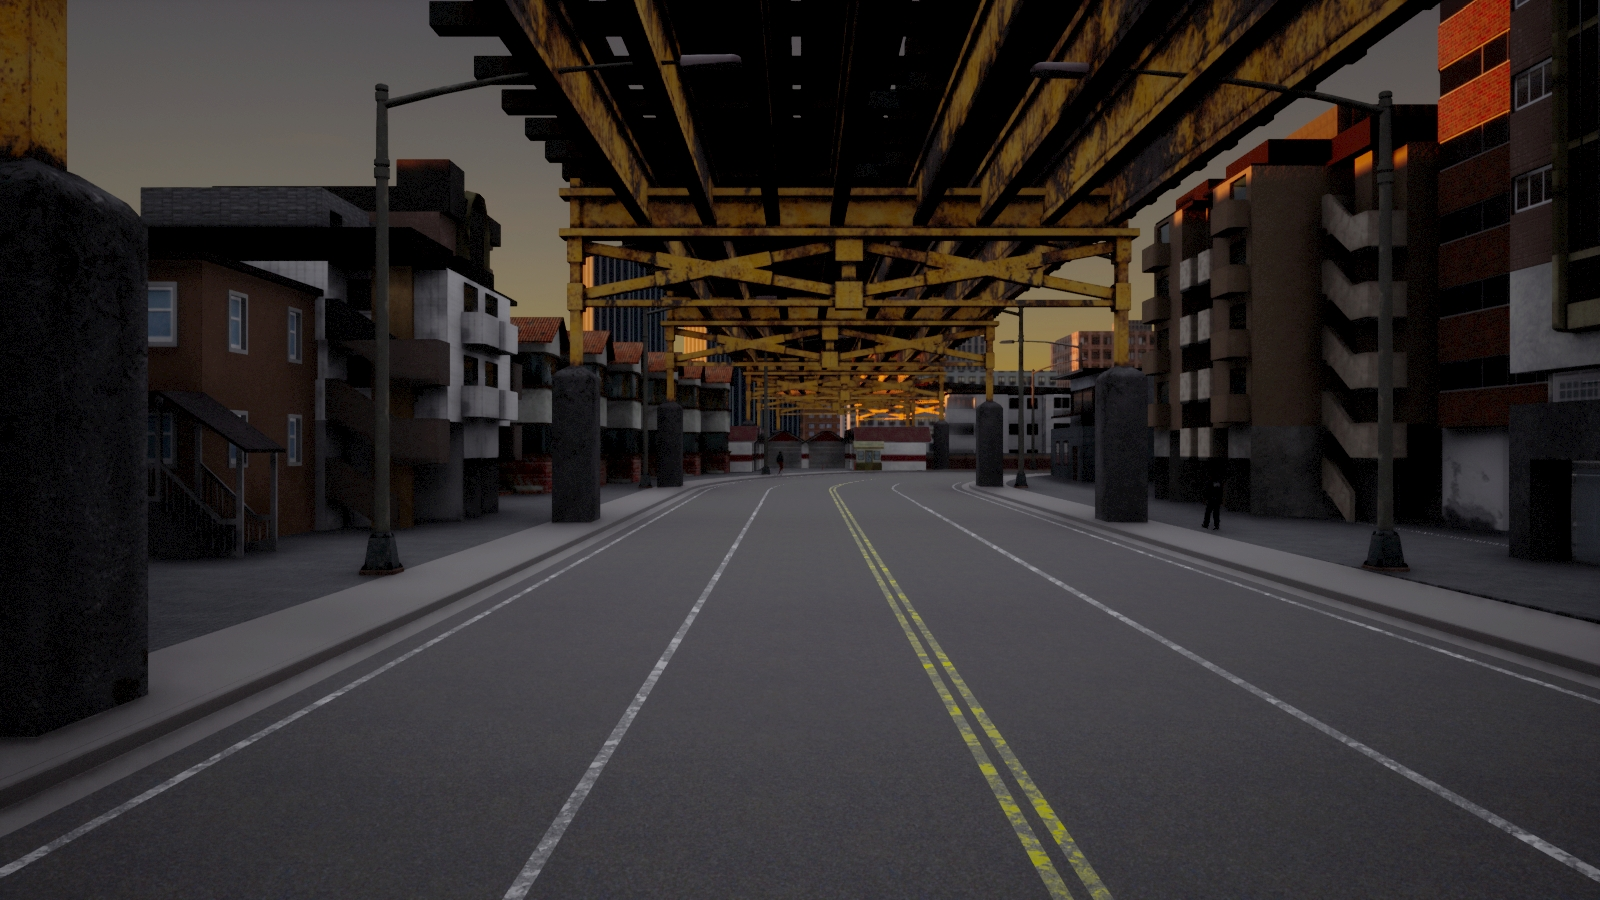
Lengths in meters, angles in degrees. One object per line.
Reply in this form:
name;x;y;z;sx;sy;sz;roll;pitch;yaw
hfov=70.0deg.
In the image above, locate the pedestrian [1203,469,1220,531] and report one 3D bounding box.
pedestrian;12.456;1.494;34.580;0.375;1.860;0.375;0;0;-6
